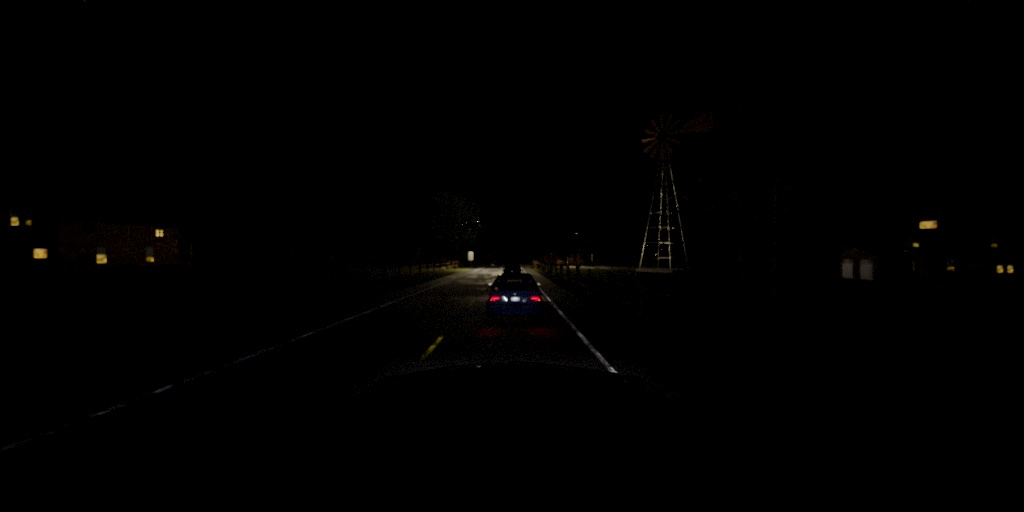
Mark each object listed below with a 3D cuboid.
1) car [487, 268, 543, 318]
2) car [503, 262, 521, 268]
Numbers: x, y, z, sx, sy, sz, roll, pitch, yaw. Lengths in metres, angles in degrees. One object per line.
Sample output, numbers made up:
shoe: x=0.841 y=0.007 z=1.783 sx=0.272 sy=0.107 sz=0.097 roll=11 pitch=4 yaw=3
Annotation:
car: x=0.097 y=1.331 z=13.126 sx=2.033 sy=1.411 sz=5.357 roll=0 pitch=0 yaw=0
car: x=0.021 y=1.383 z=38.544 sx=1.812 sy=1.442 sz=4.674 roll=0 pitch=0 yaw=1
